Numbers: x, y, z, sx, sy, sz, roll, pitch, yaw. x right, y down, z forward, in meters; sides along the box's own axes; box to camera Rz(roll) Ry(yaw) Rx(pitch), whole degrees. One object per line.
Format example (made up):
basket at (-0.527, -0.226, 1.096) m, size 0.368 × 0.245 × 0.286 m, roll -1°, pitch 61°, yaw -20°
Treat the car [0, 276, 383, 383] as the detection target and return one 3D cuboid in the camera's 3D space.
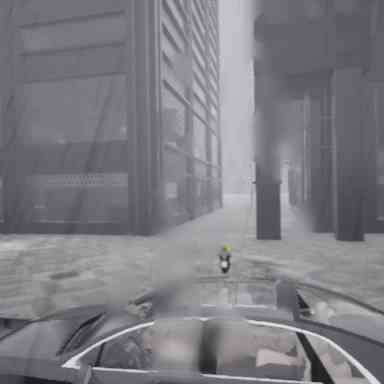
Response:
car at (0.066, 1.522, 3.041) m, size 4.403 × 1.369 × 2.008 m, roll -1°, pitch 1°, yaw 13°
